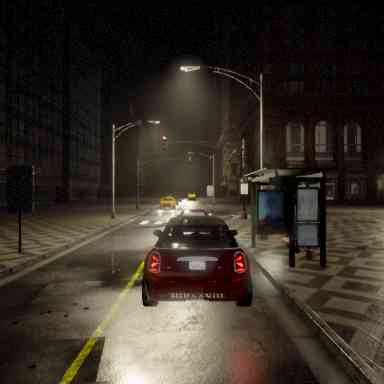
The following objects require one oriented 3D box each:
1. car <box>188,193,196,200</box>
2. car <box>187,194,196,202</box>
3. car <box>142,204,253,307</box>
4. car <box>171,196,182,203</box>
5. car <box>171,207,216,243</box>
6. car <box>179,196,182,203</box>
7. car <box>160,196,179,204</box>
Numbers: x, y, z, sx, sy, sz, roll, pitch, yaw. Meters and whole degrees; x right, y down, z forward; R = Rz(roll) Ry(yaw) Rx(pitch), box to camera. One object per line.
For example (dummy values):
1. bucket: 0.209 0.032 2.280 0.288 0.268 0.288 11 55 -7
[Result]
1. car: -0.064 1.126 84.356 1.882 1.535 5.008 0 0 0
2. car: -0.056 1.441 74.382 1.895 1.301 4.718 0 0 0
3. car: 0.094 1.352 8.148 2.097 1.767 4.553 0 0 0
4. car: -3.073 1.478 67.427 1.895 1.301 4.718 0 0 0
5. car: 0.083 1.558 16.791 1.994 1.385 4.181 0 0 0
6. car: -3.127 1.421 54.322 1.837 1.490 4.892 0 0 0
7. car: -3.118 1.421 44.021 1.882 1.535 5.008 0 0 1
